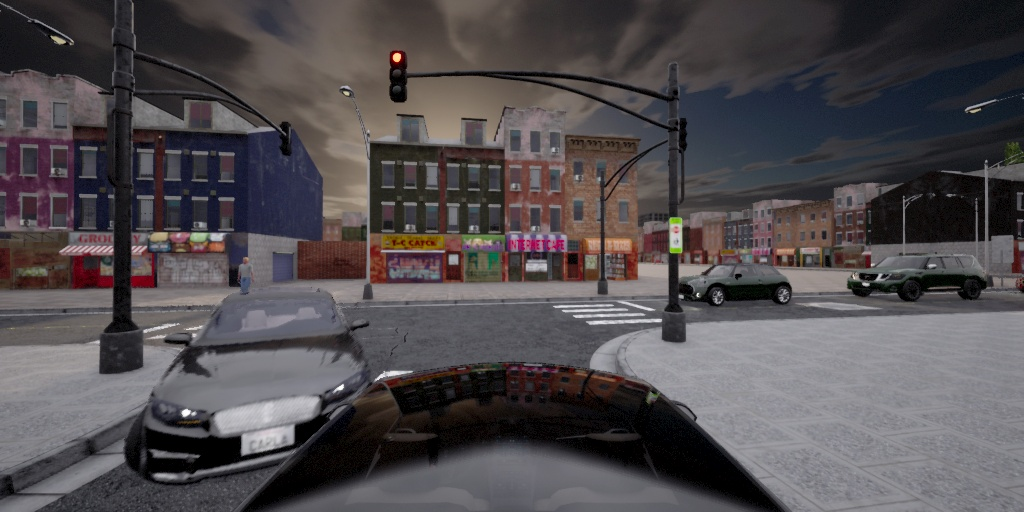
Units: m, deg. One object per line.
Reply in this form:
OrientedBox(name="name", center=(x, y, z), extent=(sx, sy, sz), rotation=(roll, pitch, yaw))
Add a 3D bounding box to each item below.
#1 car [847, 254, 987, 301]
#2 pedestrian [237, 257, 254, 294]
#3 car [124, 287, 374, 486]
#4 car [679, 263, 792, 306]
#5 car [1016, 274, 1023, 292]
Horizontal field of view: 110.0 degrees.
OrientedBox(name="car", center=(18.779, 0.928, 16.698), extent=(5.566, 2.045, 2.150), rotation=(0, 0, -9))
OrientedBox(name="pedestrian", center=(-11.105, 0.945, 14.964), extent=(0.375, 1.860, 0.375), rotation=(0, 0, -9))
OrientedBox(name="car", center=(-3.240, 1.243, 5.038), extent=(2.128, 1.511, 4.902), rotation=(1, -1, -31))
OrientedBox(name="car", center=(9.178, 1.083, 15.164), extent=(4.553, 1.767, 2.097), rotation=(0, 0, -10))
OrientedBox(name="car", center=(28.627, 1.034, 18.197), extent=(4.553, 1.767, 2.097), rotation=(0, 0, -8))
